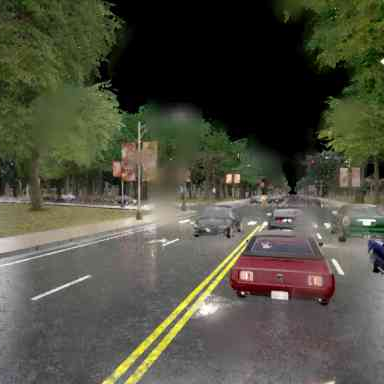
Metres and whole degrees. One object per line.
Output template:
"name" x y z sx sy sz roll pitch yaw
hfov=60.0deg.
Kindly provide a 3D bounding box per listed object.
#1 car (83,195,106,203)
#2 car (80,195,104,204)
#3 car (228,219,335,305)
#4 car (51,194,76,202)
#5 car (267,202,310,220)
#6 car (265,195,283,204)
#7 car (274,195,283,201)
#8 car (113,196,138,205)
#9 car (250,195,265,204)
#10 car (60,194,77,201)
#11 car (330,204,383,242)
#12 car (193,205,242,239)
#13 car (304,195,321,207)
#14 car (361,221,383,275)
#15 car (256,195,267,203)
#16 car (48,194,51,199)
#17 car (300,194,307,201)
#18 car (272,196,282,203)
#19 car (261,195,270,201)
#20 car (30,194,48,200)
"car" -19.510 1.292 66.274 4.902 1.511 2.128 0 0 40
"car" -18.418 1.422 60.910 4.718 1.301 1.895 0 0 41
"car" 2.247 1.601 8.200 1.895 1.301 4.718 0 0 17
"car" -26.168 1.299 67.500 4.674 1.442 1.812 0 0 40
"car" 4.920 1.505 17.065 1.837 1.490 4.892 0 0 17
"car" 15.392 1.554 62.591 2.033 1.411 5.357 0 0 18
"car" 21.506 1.489 82.308 1.882 1.535 5.008 0 0 17
"car" -10.935 1.361 54.597 4.902 1.511 2.128 0 0 41
"car" 12.317 1.554 63.633 2.033 1.411 5.357 0 0 18
"car" -29.259 1.260 78.600 4.674 1.442 1.812 0 0 40
"car" 8.055 1.352 16.197 2.097 1.767 4.553 0 0 17
"car" 1.468 1.505 17.488 1.837 1.490 4.892 0 0 17
"car" 19.295 1.509 52.777 1.837 1.490 4.892 0 0 17
"car" 5.455 1.601 7.593 1.895 1.301 4.718 0 0 17
"car" 15.263 1.486 73.076 1.882 1.535 5.008 0 0 17
"car" -37.116 1.224 85.216 4.674 1.442 1.812 0 0 40
"car" 27.622 1.563 80.079 1.994 1.385 4.181 0 0 17
"car" 18.455 1.604 72.396 1.895 1.301 4.718 0 0 17
"car" 18.285 1.535 82.887 1.812 1.442 4.674 0 0 17
"car" -38.134 1.300 81.824 4.718 1.301 1.895 0 0 40
